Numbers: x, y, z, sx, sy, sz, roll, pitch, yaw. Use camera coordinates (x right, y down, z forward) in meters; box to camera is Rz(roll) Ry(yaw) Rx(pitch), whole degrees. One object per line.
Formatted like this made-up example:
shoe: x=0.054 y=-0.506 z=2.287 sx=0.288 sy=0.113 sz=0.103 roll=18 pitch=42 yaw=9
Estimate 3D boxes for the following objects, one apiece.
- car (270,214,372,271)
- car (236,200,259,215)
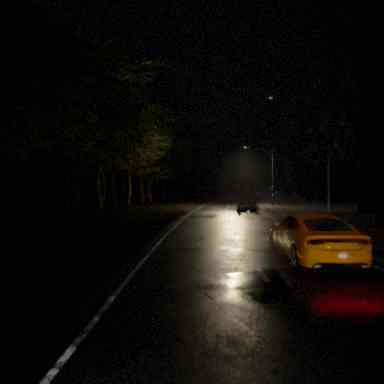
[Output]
car: x=3.841 y=1.428 z=10.756 sx=1.882 sy=1.535 sz=5.008 roll=0 pitch=0 yaw=2
car: x=5.193 y=1.416 z=31.587 sx=1.895 sy=1.301 sz=4.718 roll=0 pitch=0 yaw=5
